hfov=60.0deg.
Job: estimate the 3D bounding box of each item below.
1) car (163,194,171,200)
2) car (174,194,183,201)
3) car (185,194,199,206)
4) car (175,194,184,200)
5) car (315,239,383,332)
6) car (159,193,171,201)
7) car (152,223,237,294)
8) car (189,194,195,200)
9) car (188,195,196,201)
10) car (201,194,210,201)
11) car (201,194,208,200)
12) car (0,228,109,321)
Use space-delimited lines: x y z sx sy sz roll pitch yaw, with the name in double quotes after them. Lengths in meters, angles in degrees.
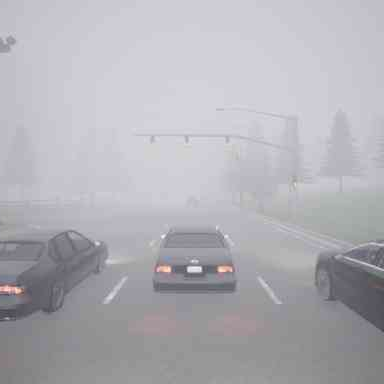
-6.985 1.385 94.060 1.994 1.385 4.181 0 0 0 "car"
-3.487 1.517 84.056 1.812 1.442 4.674 0 0 0 "car"
0.006 1.352 52.996 2.097 1.767 4.553 0 0 0 "car"
-3.485 1.357 94.060 2.128 1.511 4.902 0 0 0 "car"
3.602 1.492 5.358 2.128 1.511 4.902 0 0 0 "car"
-6.987 1.217 83.670 2.150 2.045 5.566 0 0 0 "car"
0.068 1.547 8.957 2.033 1.411 5.357 0 0 0 "car"
0.015 1.310 94.059 1.882 1.535 5.008 0 0 0 "car"
0.013 1.531 83.639 2.033 1.411 5.357 0 0 0 "car"
3.513 1.492 83.639 1.837 1.490 4.892 0 0 0 "car"
3.515 1.310 94.059 1.882 1.535 5.008 0 0 0 "car"
-3.401 1.547 7.576 2.033 1.411 5.357 0 0 0 "car"
